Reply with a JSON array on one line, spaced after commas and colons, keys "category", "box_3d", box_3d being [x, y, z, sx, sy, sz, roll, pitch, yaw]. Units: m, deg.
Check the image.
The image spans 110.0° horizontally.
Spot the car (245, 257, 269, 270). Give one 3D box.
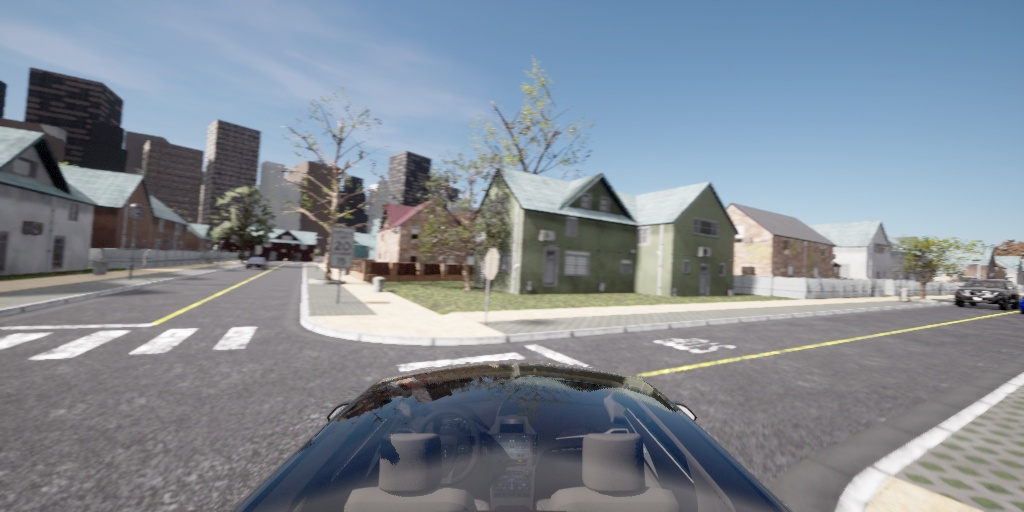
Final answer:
[{"category": "car", "box_3d": [-28.992, 0.802, 40.938, 2.033, 1.411, 5.357, 4, -2, -29]}]

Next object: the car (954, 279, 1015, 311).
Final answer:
[{"category": "car", "box_3d": [33.254, 2.618, 25.054, 5.566, 2.045, 2.150, 3, -2, -28]}]

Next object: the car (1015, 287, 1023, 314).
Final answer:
[{"category": "car", "box_3d": [32.000, 2.744, 21.161, 5.008, 1.535, 1.882, 3, -1, -28]}]
